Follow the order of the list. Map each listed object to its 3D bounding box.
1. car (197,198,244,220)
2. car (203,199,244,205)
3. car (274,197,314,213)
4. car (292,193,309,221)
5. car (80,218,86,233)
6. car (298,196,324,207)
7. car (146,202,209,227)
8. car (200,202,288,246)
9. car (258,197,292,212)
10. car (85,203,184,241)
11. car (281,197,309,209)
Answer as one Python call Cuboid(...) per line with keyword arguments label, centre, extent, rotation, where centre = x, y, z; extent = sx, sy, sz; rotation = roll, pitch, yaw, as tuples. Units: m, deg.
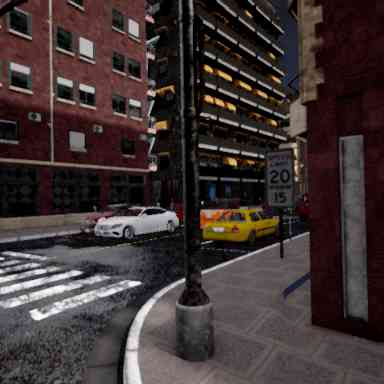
Cuboid(label="car", centre=(2.396, 1.304, 27.381), extent=(1.967, 1.590, 4.097), rotation=(-1, 0, 37))
Cuboid(label="car", centre=(2.079, 1.152, 17.954), extent=(2.097, 1.767, 4.553), rotation=(-2, 0, 36))
Cuboid(label="car", centre=(10.455, 1.256, 33.844), extent=(2.033, 1.411, 5.357), rotation=(-2, -1, 38))
Cuboid(label="car", centre=(8.837, 0.973, 22.600), extent=(2.192, 1.841, 5.009), rotation=(-1, 0, 37))
Cuboid(label="car", centre=(-4.141, 1.408, 18.418), extent=(1.967, 1.590, 4.097), rotation=(-1, 0, 35))
Cuboid(label="car", centre=(16.084, 1.218, 44.896), extent=(2.008, 1.369, 4.403), rotation=(-1, 0, 39))
Cuboid(label="car", centre=(-0.898, 1.461, 22.911), extent=(1.887, 1.381, 4.507), rotation=(-1, 0, 36))
Cuboid(label="car", centre=(2.291, 1.291, 13.778), extent=(1.752, 1.417, 4.829), rotation=(-1, 0, 36))
Cuboid(label="car", centre=(9.141, 1.308, 36.209), extent=(1.887, 1.381, 4.507), rotation=(-1, 0, 38))
Cuboid(label="car", centre=(-2.558, 1.438, 16.352), extent=(1.812, 1.442, 4.674), rotation=(-2, 0, 37))
Cuboid(label="car", centre=(12.589, 1.297, 40.573), extent=(1.802, 1.307, 4.206), rotation=(-1, 0, 38))
